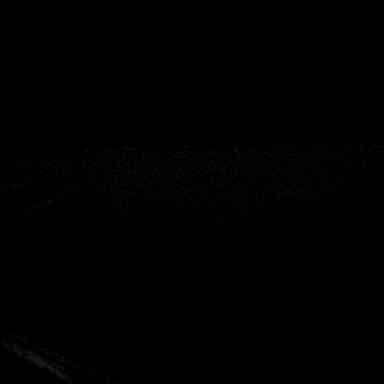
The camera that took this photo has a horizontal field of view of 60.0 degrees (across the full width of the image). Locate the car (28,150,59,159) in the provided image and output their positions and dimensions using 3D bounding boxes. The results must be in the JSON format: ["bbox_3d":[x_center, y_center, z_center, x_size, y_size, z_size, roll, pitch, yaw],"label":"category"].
[{"bbox_3d":[-15.877,-3.957,37.720,4.892,1.521,2.231,1,1,34],"label":"car"}]

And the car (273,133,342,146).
[{"bbox_3d":[8.103,-3.414,23.555,4.674,1.452,2.002,1,1,28],"label":"car"}]

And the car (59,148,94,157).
[{"bbox_3d":[-11.227,-3.821,34.694,4.674,1.452,2.002,1,1,33],"label":"car"}]

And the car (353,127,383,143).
[{"bbox_3d":[12.937,-3.353,21.101,4.892,1.521,2.231,1,1,27],"label":"car"}]

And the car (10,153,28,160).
[{"bbox_3d":[-20.445,-4.036,40.816,4.892,1.521,2.231,1,0,34],"label":"car"}]

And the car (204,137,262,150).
[{"bbox_3d":[3.237,-3.525,26.159,4.792,1.488,2.163,1,1,29],"label":"car"}]

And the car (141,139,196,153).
[{"bbox_3d":[-1.757,-3.784,28.956,4.553,1.767,2.185,1,1,31],"label":"car"}]

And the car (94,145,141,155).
[{"bbox_3d":[-6.513,-3.760,31.769,5.008,1.535,2.097,1,1,32],"label":"car"}]
